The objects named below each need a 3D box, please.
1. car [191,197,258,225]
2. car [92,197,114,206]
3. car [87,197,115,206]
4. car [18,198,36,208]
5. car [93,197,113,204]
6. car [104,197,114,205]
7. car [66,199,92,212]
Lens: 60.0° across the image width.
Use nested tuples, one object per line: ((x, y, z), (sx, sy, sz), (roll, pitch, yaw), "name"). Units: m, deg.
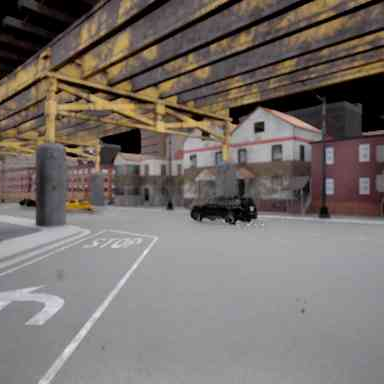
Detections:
((2.377, 1.361, 25.456), (2.150, 2.045, 5.566), (0, 0, -45), "car")
((-17.612, 1.812, 65.829), (2.038, 1.542, 4.974), (0, 0, 15), "car")
((-16.929, 1.792, 62.160), (4.974, 1.542, 2.038), (0, 0, -15), "car")
((-27.300, 1.808, 55.361), (4.892, 1.490, 1.837), (0, -1, 44), "car")
((-17.598, 1.655, 65.880), (1.853, 1.218, 4.536), (0, 0, 15), "car")
((-16.878, 1.635, 62.175), (4.536, 1.218, 1.853), (0, 0, -15), "car")
((-14.691, 1.711, 42.673), (1.882, 1.535, 5.008), (0, 0, -45), "car")
